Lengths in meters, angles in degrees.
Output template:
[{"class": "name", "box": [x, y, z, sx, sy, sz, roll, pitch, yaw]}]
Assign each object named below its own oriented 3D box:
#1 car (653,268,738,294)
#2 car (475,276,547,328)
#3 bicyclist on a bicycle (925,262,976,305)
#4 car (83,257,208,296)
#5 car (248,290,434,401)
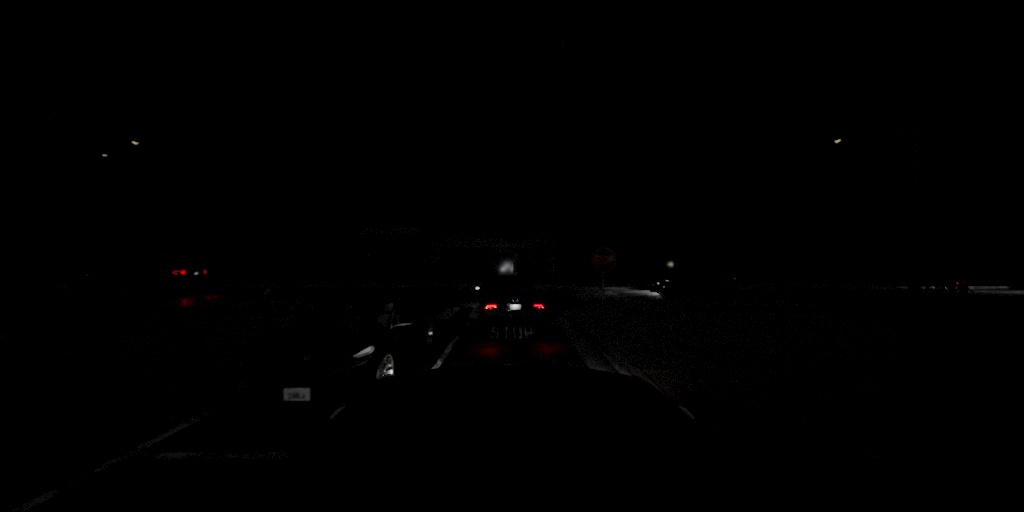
[{"class": "car", "box": [10.201, 1.351, 20.117, 4.181, 1.385, 1.994, 0, 0, 0]}, {"class": "car", "box": [-0.169, 1.335, 11.541, 2.033, 1.411, 5.357, 0, 0, -6]}, {"class": "bicyclist on a bicycle", "box": [17.361, 1.069, 14.255, 0.582, 1.620, 1.656, 0, 0, 0]}, {"class": "car", "box": [-20.396, 1.084, 20.139, 5.566, 2.045, 2.150, 0, 0, 0]}, {"class": "car", "box": [-2.637, 1.334, 6.573, 1.948, 1.339, 4.313, 0, 0, 0]}]
